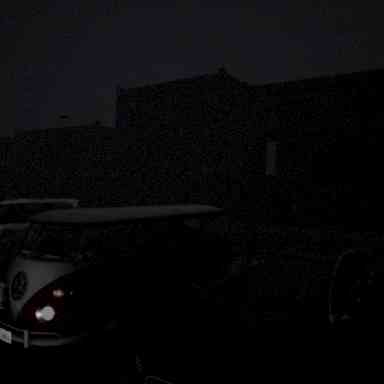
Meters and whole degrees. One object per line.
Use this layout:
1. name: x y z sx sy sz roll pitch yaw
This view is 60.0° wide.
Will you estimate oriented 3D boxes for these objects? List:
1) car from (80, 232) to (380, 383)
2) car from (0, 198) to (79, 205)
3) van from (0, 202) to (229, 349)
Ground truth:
1. car: 1.292 1.477 4.484 2.231 1.521 4.892 0 0 35
2. car: -5.576 1.202 9.336 2.435 2.045 5.566 0 0 35
3. van: -1.060 1.243 6.011 1.878 1.987 4.442 0 0 35
